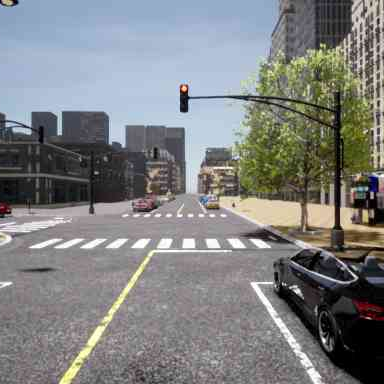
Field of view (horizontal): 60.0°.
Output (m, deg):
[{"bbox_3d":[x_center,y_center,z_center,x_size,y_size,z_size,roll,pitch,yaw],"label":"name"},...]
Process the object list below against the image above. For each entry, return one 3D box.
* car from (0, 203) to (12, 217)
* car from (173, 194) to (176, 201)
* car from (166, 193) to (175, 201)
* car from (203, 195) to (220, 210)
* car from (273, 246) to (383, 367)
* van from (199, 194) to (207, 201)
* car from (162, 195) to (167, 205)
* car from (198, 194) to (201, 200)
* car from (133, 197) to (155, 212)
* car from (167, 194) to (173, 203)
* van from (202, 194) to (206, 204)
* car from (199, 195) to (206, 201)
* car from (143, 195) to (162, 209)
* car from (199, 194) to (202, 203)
[{"bbox_3d":[-17.254,1.371,27.278,4.507,1.381,1.887,1,-1,-1],"label":"car"},{"bbox_3d":[-5.644,1.559,82.678,2.008,1.369,4.403,0,0,0],"label":"car"},{"bbox_3d":[-5.640,1.324,88.229,2.192,1.841,5.009,0,0,0],"label":"car"},{"bbox_3d":[2.717,1.528,43.988,1.752,1.417,4.829,0,0,0],"label":"car"},{"bbox_3d":[2.698,1.566,5.789,1.947,1.339,4.313,0,0,0],"label":"car"},{"bbox_3d":[2.738,1.349,82.676,1.690,1.788,3.998,0,0,0],"label":"van"},{"bbox_3d":[-5.658,1.555,54.923,2.008,1.369,4.403,0,0,0],"label":"car"},{"bbox_3d":[2.731,1.572,71.574,1.947,1.339,4.313,0,0,0],"label":"car"},{"bbox_3d":[-5.666,1.584,38.269,1.802,1.307,4.206,0,0,0],"label":"car"},{"bbox_3d":[-5.649,1.532,71.406,1.752,1.417,4.829,0,0,0],"label":"car"},{"bbox_3d":[2.721,1.345,49.370,1.690,1.788,3.998,0,0,0],"label":"van"},{"bbox_3d":[2.740,1.534,88.397,1.752,1.417,4.829,0,0,0],"label":"car"},{"bbox_3d":[-5.662,1.318,43.820,2.192,1.841,5.009,0,0,0],"label":"car"},{"bbox_3d":[2.725,1.556,60.472,2.008,1.369,4.403,0,0,0],"label":"car"}]
